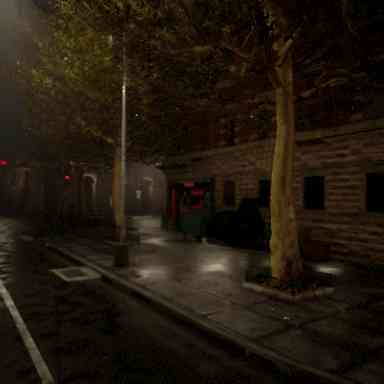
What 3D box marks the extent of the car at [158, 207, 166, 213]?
[{"bbox_3d":[-3.270,2.843,55.134,4.718,1.301,1.895,2,-2,-35],"label":"car"}]
